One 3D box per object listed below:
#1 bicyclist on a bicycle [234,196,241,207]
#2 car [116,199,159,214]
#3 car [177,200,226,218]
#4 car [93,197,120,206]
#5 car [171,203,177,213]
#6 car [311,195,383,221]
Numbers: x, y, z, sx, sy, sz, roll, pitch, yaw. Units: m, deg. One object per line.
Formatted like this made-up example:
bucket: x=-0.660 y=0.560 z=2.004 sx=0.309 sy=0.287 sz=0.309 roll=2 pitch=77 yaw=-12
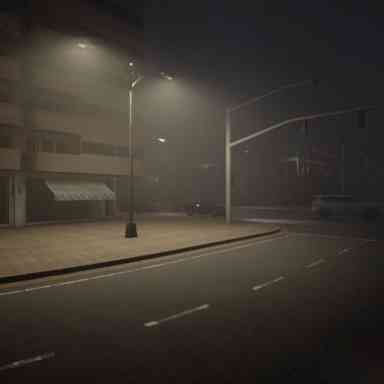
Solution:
bicyclist on a bicycle: x=6.415 y=1.356 z=46.991 sx=0.582 sy=1.620 sz=1.656 roll=0 pitch=0 yaw=41
car: x=-5.878 y=1.533 z=37.138 sx=5.008 sy=1.535 sz=1.882 roll=0 pitch=0 yaw=41
car: x=1.356 y=1.547 z=30.911 sx=4.902 sy=1.511 sz=2.128 roll=0 pitch=0 yaw=41
car: x=-15.272 y=1.603 z=59.228 sx=5.357 sy=1.411 sz=2.033 roll=0 pitch=0 yaw=41
car: x=-0.306 y=1.619 z=36.968 sx=4.181 sy=1.385 sz=1.994 roll=0 pitch=0 yaw=41
car: x=12.870 y=1.237 z=27.734 sx=5.566 sy=2.045 sz=2.150 roll=0 pitch=0 yaw=25
